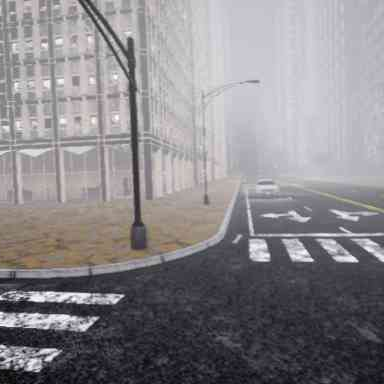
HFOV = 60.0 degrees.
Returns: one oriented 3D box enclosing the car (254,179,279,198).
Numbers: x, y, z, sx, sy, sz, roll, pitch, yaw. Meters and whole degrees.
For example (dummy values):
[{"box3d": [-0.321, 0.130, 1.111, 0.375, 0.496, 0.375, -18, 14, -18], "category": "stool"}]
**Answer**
[{"box3d": [6.267, -0.339, 28.302, 1.812, 1.442, 4.674, -2, 3, 9], "category": "car"}]
